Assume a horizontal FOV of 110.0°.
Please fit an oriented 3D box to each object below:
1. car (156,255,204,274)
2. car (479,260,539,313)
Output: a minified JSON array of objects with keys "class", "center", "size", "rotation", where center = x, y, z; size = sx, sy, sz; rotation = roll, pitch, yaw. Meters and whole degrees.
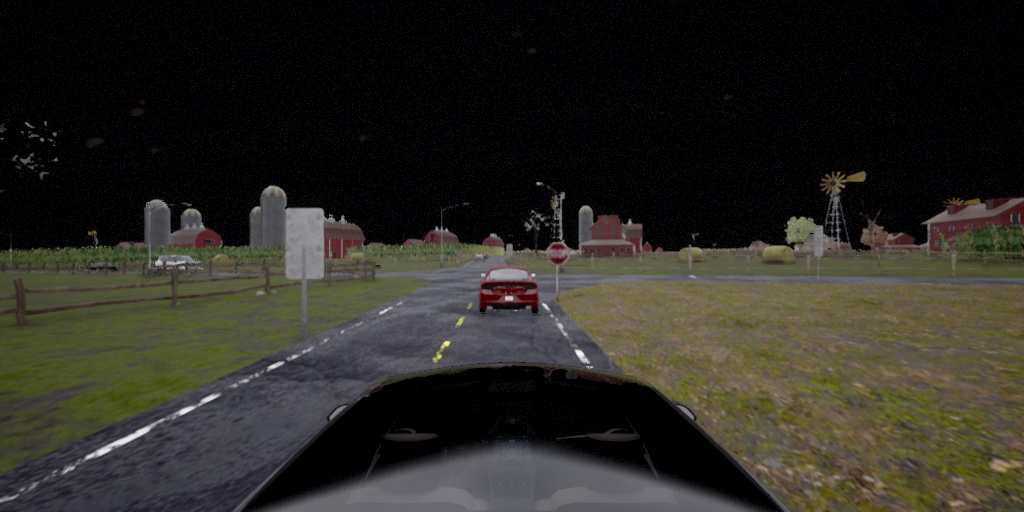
[{"class":"car","center":[-37.776,0.951,40.721],"size":[5.566,2.045,2.150],"rotation":[-1,0,20]},{"class":"car","center":[-0.130,1.059,13.022],"size":[1.882,1.535,5.008],"rotation":[0,1,-1]}]
